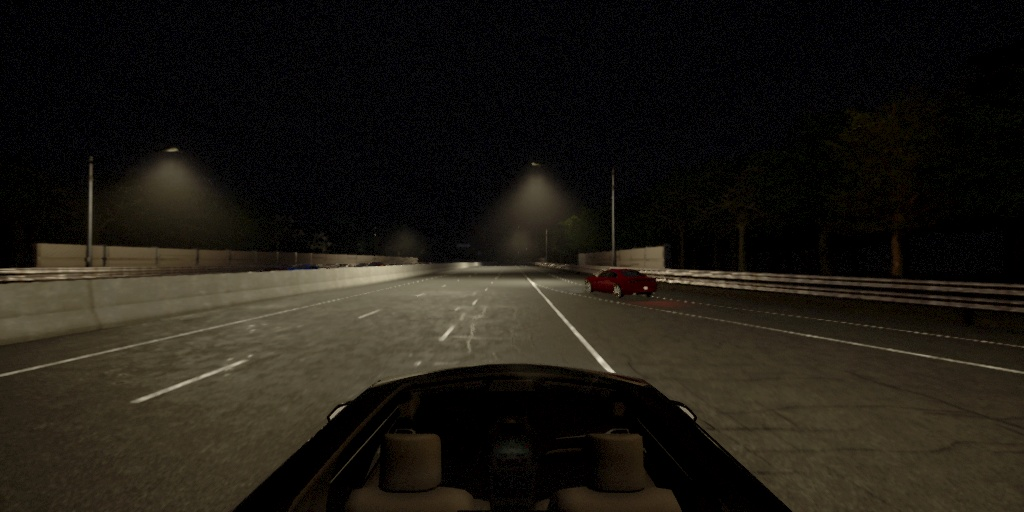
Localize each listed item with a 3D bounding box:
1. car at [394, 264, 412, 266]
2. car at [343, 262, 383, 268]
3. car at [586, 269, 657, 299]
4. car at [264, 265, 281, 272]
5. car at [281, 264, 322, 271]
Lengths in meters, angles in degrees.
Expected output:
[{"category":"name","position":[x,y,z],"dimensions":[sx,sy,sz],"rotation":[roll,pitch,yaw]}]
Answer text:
[{"category":"car","position":[-17.551,1.982,59.716],"dimensions":[1.812,1.442,4.674],"rotation":[0,-1,0]},{"category":"car","position":[-17.590,1.740,42.745],"dimensions":[2.128,1.511,4.902],"rotation":[0,-1,0]},{"category":"car","position":[5.928,1.452,20.106],"dimensions":[1.882,1.535,5.008],"rotation":[0,0,-16]},{"category":"car","position":[-28.079,1.820,43.468],"dimensions":[1.994,1.385,4.181],"rotation":[0,-1,0]},{"category":"car","position":[-24.587,1.724,42.661],"dimensions":[1.882,1.535,5.008],"rotation":[0,-1,0]}]
